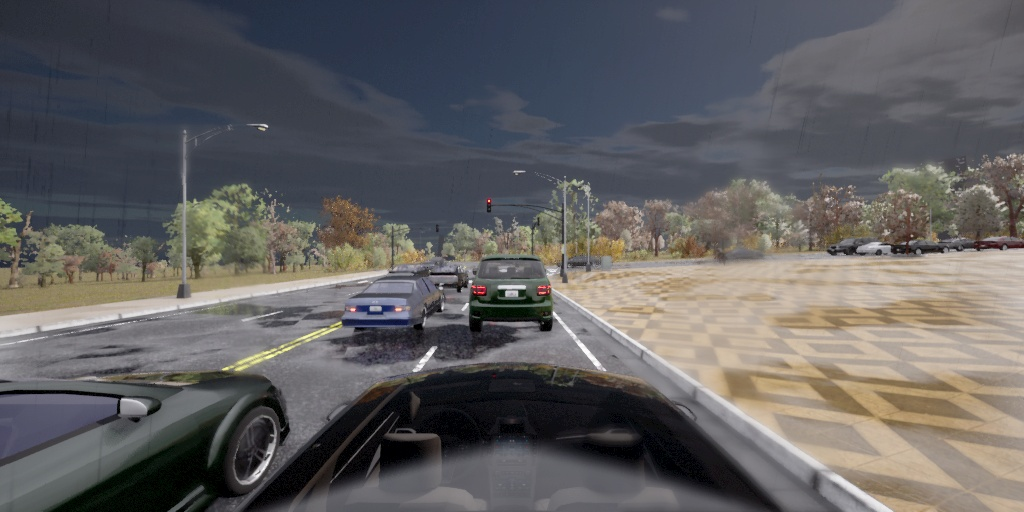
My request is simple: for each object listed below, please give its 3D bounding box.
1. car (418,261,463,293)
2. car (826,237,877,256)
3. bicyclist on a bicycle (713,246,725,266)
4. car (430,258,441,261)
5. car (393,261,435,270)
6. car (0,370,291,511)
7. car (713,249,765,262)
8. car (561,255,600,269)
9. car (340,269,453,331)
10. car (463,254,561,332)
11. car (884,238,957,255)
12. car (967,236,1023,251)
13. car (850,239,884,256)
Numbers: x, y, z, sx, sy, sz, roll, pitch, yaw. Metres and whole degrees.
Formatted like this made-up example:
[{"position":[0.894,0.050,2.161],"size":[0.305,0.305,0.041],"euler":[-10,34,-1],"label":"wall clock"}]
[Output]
[{"position":[-3.624,1.257,20.795],"size":[2.128,1.511,4.902],"euler":[0,0,0],"label":"car"},{"position":[40.803,-1.122,42.850],"size":[5.566,2.045,2.150],"euler":[-2,0,-6],"label":"car"},{"position":[17.399,0.004,30.152],"size":[0.582,1.620,1.656],"euler":[-2,0,-3],"label":"bicyclist on a bicycle"},{"position":[-12.545,1.406,54.776],"size":[1.994,1.385,4.181],"euler":[0,0,-5],"label":"car"},{"position":[-6.760,1.259,23.300],"size":[2.128,1.511,4.902],"euler":[0,0,1],"label":"car"},{"position":[-3.173,1.314,1.827],"size":[1.994,1.385,4.181],"euler":[0,0,0],"label":"car"},{"position":[26.341,-0.145,41.641],"size":[5.357,1.411,2.033],"euler":[-3,0,-4],"label":"car"},{"position":[7.480,0.671,40.515],"size":[4.892,1.490,1.837],"euler":[-2,0,-5],"label":"car"},{"position":[-3.311,1.303,11.049],"size":[2.033,1.411,5.357],"euler":[0,0,-1],"label":"car"},{"position":[-0.063,0.977,11.047],"size":[2.150,2.045,5.566],"euler":[0,0,-1],"label":"car"},{"position":[41.236,-0.879,36.259],"size":[5.008,1.535,1.882],"euler":[-3,0,-5],"label":"car"},{"position":[51.155,-1.316,37.393],"size":[5.008,1.535,1.882],"euler":[-3,0,-7],"label":"car"},{"position":[40.574,-0.805,39.458],"size":[4.674,1.442,1.812],"euler":[-3,0,-6],"label":"car"}]
